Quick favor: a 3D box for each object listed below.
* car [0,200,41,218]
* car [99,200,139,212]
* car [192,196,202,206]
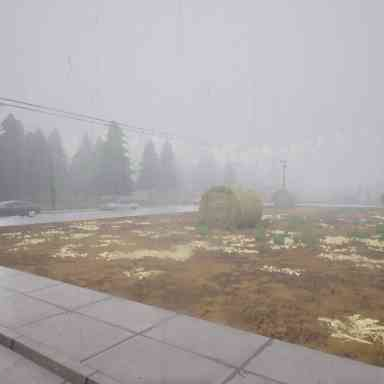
[{"bbox_3d":[-15.883,1.531,29.188,1.837,1.490,4.892,0,0,37],"label":"car"},{"bbox_3d":[-8.542,1.627,39.097,1.895,1.301,4.718,0,0,37],"label":"car"},{"bbox_3d":[1.950,1.378,53.145,2.097,1.767,4.553,0,0,37],"label":"car"}]
